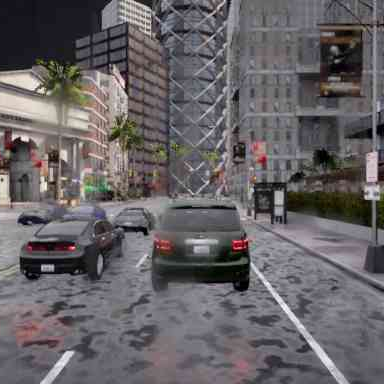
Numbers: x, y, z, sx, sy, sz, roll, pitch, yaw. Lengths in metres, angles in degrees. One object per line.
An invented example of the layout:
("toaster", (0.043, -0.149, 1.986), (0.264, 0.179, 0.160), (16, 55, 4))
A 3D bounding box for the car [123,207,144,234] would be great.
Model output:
("car", (-3.201, 1.562, 18.802), (1.994, 1.385, 4.181), (0, 0, 1))

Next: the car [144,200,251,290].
("car", (0.200, 1.220, 9.188), (2.150, 2.045, 5.566), (0, 0, 0))

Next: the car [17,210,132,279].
("car", (-3.284, 1.503, 10.025), (1.837, 1.490, 4.892), (0, 0, 0))

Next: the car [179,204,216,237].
("car", (0.300, 1.503, 19.048), (1.837, 1.490, 4.892), (0, 0, 1))

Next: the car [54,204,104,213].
("car", (-6.802, 1.523, 21.393), (1.812, 1.442, 4.674), (0, 0, 1))

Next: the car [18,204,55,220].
("car", (-10.254, 1.545, 23.753), (2.033, 1.411, 5.357), (0, 0, 1))
